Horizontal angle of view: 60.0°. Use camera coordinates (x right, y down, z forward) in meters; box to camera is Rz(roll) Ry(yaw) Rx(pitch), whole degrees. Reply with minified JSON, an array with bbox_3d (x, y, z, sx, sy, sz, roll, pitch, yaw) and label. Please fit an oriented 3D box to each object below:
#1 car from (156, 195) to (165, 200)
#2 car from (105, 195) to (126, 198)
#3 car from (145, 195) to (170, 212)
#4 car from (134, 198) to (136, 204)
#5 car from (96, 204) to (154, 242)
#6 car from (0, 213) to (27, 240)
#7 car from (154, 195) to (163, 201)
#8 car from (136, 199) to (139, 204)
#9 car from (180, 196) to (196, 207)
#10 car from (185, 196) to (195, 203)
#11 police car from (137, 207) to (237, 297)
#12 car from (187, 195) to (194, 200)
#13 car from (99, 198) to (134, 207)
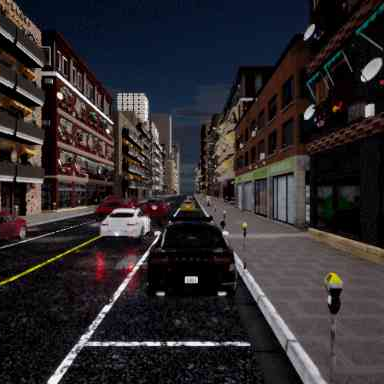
[{"bbox_3d":[-8.834,1.539,93.519,2.008,1.369,4.403,0,0,0],"label":"car"},{"bbox_3d":[-8.833,1.314,37.157,2.192,1.841,5.009,0,0,0],"label":"car"},{"bbox_3d":[-3.056,1.352,29.204,2.097,1.767,4.553,0,0,0],"label":"car"},{"bbox_3d":[-8.834,1.439,42.793,1.967,1.590,4.097,0,0,0],"label":"car"},{"bbox_3d":[-3.142,1.526,16.235,1.812,1.442,4.674,0,0,0],"label":"car"},{"bbox_3d":[-8.835,1.583,14.612,1.802,1.307,4.206,0,0,0],"label":"car"},{"bbox_3d":[-8.834,1.541,87.882,2.008,1.369,4.403,0,0,0],"label":"car"},{"bbox_3d":[-8.834,1.543,48.430,1.887,1.381,4.507,0,0,0],"label":"car"},{"bbox_3d":[-0.454,1.525,37.323,1.752,1.417,4.829,0,0,0],"label":"car"},{"bbox_3d":[-0.453,1.545,70.970,2.008,1.369,4.403,0,0,0],"label":"car"},{"bbox_3d":[-0.011,1.425,8.759,1.930,1.638,5.238,0,0,0],"label":"police car"},{"bbox_3d":[-0.452,1.513,93.685,1.752,1.417,4.829,0,0,0],"label":"car"},{"bbox_3d":[-6.243,1.478,26.636,1.882,1.535,5.008,0,0,0],"label":"car"}]
